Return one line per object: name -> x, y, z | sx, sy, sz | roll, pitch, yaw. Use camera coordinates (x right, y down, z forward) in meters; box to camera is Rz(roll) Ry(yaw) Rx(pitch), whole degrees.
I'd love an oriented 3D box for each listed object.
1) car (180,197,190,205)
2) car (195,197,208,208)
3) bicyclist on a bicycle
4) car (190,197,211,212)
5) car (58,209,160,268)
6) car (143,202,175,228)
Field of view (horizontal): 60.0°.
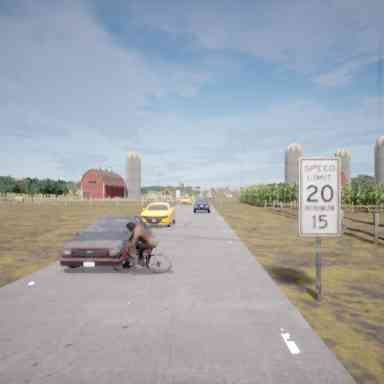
car -> -1.103, 1.611, 60.542 | 1.882, 1.535, 5.008 | 0, -1, 2
car -> 1.475, 1.576, 50.349 | 1.837, 1.490, 4.892 | 0, 0, 2
bicyclist on a bicycle -> -1.367, 1.506, 8.676 | 1.656, 1.620, 0.582 | 1, 27, 3
car -> 1.136, 1.561, 38.175 | 2.033, 1.411, 5.357 | 0, 0, 2
car -> -2.598, 1.542, 11.468 | 2.033, 1.411, 5.357 | -1, 0, 3
car -> -2.236, 1.476, 22.663 | 1.882, 1.535, 5.008 | 0, 0, 2
